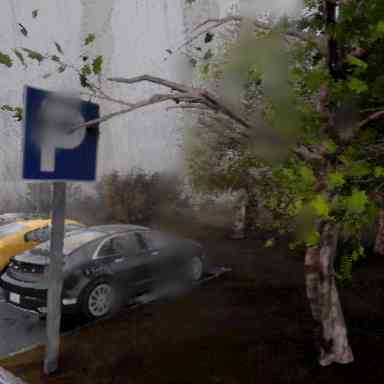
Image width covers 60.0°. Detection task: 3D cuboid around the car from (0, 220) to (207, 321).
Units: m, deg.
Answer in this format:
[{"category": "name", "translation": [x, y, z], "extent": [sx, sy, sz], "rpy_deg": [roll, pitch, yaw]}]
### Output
[{"category": "car", "translation": [-1.505, 1.474, 7.448], "extent": [2.231, 1.521, 4.892], "rpy_deg": [0, 0, 36]}]

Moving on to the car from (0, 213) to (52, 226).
[{"category": "car", "translation": [-3.744, 1.466, 9.053], "extent": [2.097, 1.535, 5.008], "rpy_deg": [0, 0, 36]}]

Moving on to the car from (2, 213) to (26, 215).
[{"category": "car", "translation": [-5.975, 1.458, 10.666], "extent": [2.231, 1.521, 4.892], "rpy_deg": [0, 0, 36]}]
